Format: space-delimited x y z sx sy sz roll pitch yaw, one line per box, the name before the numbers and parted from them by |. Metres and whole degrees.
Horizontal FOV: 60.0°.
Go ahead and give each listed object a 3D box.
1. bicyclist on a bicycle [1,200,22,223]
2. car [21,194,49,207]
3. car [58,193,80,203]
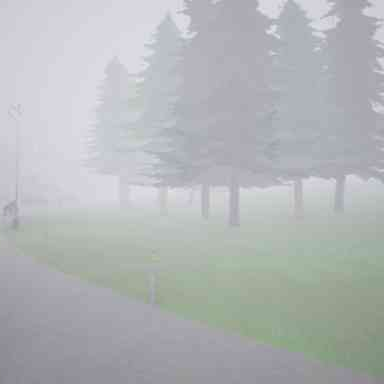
bicyclist on a bicycle | -13.300 1.411 24.492 1.656 1.620 0.582 -2 0 7
car | -22.425 1.096 47.729 2.097 1.767 4.553 1 1 6
car | -21.347 0.910 57.849 2.097 1.767 4.553 1 2 7
